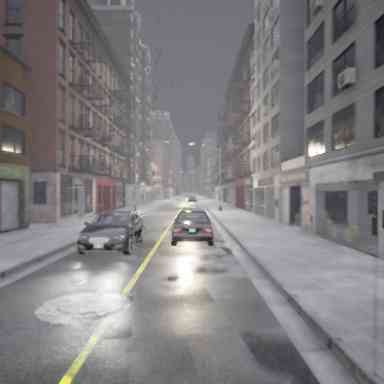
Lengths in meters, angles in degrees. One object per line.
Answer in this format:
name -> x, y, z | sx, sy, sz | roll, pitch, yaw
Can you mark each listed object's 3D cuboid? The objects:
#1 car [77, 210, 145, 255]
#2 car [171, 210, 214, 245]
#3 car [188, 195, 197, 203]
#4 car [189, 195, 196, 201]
car -> -3.065, 1.502, 13.371 | 2.128, 1.511, 4.902 | 0, 0, 0
car -> 0.019, 1.566, 15.639 | 2.033, 1.411, 5.357 | 0, 0, 0
car -> 0.092, 1.690, 72.247 | 1.895, 1.301, 4.718 | 0, 0, 0
car -> 0.105, 1.483, 82.217 | 1.837, 1.490, 4.892 | 0, 0, 0
